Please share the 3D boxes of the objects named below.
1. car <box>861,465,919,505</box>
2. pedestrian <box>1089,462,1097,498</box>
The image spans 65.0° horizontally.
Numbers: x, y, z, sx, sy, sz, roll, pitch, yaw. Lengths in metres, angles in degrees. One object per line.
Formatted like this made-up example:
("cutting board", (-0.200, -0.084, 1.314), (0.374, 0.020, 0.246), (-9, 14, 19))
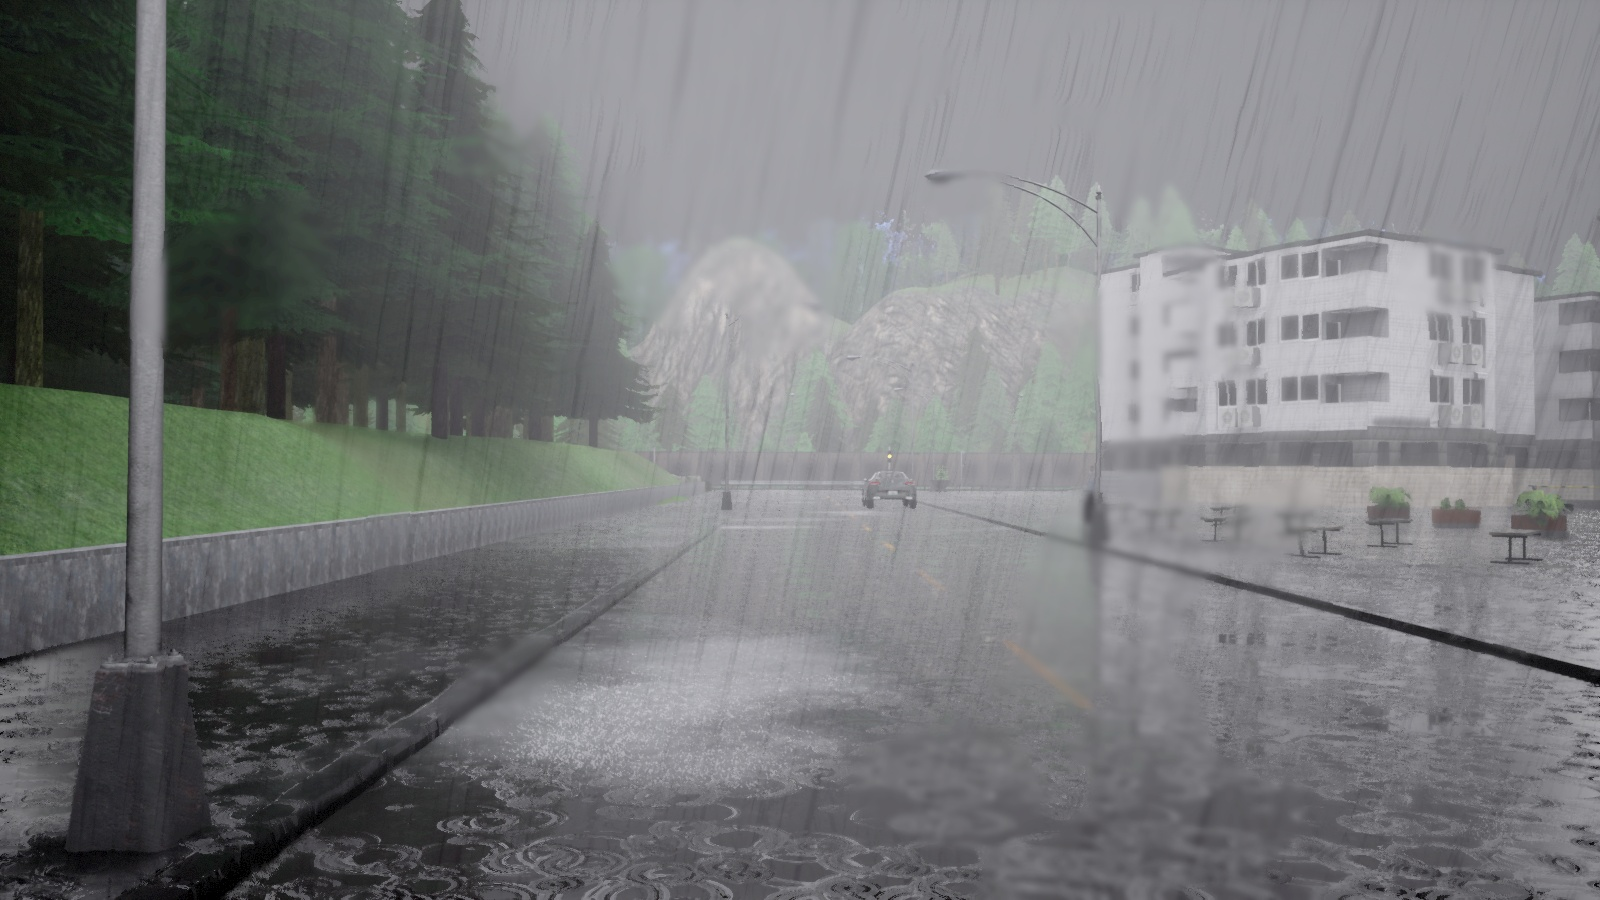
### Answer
("car", (3.876, 1.497, 54.902), (2.152, 1.651, 5.027), (0, -1, 0))
("pedestrian", (15.219, 1.556, 65.216), (0.354, 1.836, 0.706), (0, -1, 9))
